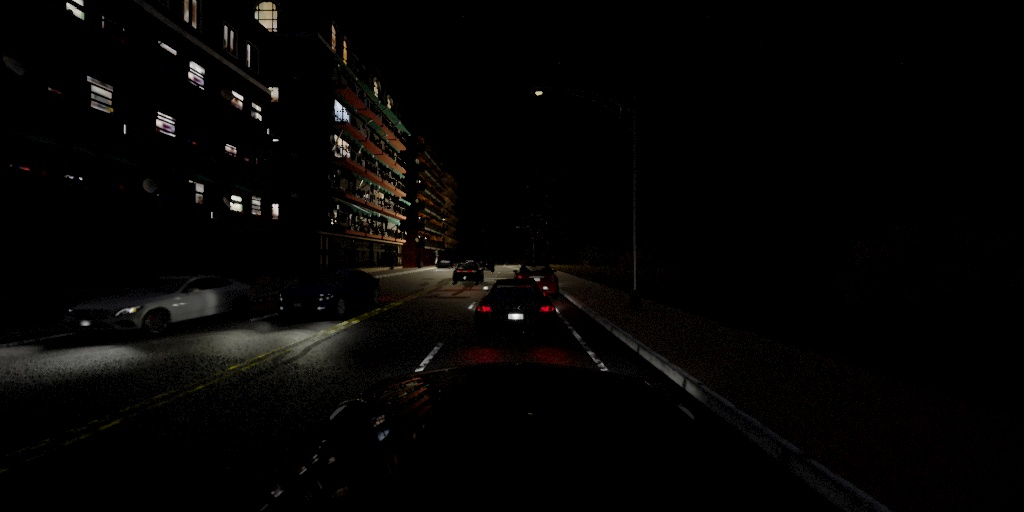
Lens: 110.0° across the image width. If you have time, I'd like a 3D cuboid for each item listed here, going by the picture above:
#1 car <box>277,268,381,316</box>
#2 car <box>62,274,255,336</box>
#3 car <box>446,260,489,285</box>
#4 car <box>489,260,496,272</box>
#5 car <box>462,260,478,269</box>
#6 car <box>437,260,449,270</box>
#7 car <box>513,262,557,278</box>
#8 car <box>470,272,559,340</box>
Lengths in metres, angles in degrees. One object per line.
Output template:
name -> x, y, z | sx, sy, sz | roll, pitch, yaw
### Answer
car -> -6.594, 1.230, 13.495 | 1.882, 1.535, 5.008 | 0, 0, 0
car -> -9.848, 1.278, 10.603 | 1.812, 1.442, 4.674 | 0, 0, 0
car -> -3.138, 1.245, 26.343 | 2.128, 1.511, 4.902 | 0, 0, 0
car -> -3.126, 1.245, 44.805 | 2.128, 1.511, 4.902 | 0, 0, 0
car -> -6.562, 1.319, 55.864 | 1.994, 1.385, 4.181 | 0, 0, 0
car -> -9.818, 1.319, 53.017 | 1.994, 1.385, 4.181 | 0, 0, 0
car -> 1.145, 1.104, 18.562 | 2.097, 1.767, 4.553 | 0, 0, 0
car -> 0.098, 1.316, 9.982 | 1.994, 1.385, 4.181 | 0, 0, 0
